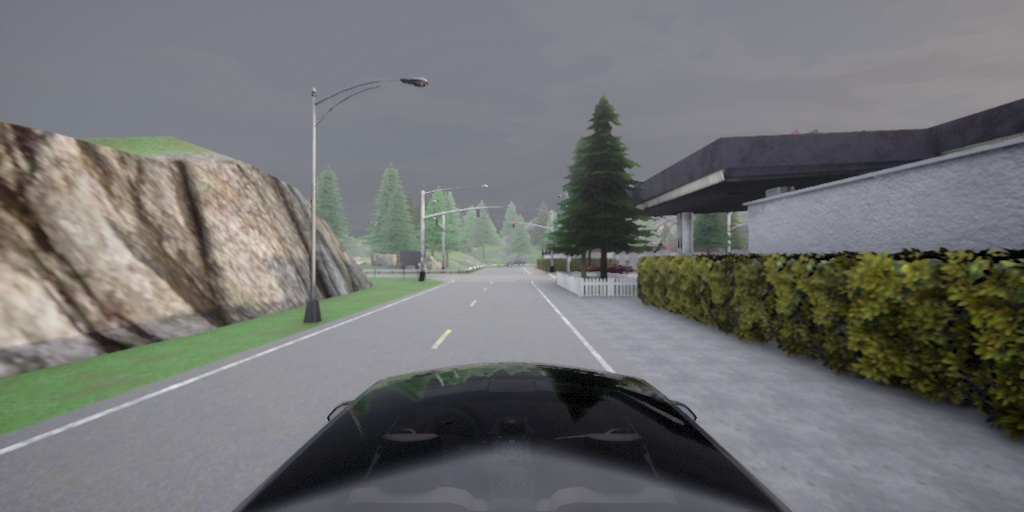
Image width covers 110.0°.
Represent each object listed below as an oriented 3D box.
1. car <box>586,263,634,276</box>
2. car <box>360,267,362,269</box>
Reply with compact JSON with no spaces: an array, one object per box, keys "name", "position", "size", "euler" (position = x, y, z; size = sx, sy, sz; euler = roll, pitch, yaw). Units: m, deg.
[{"name":"car","position":[10.349,1.344,37.988],"size":[4.718,1.301,1.895],"euler":[0,-1,0]},{"name":"car","position":[-18.020,1.300,37.760],"size":[4.181,1.385,1.994],"euler":[0,-1,0]}]
